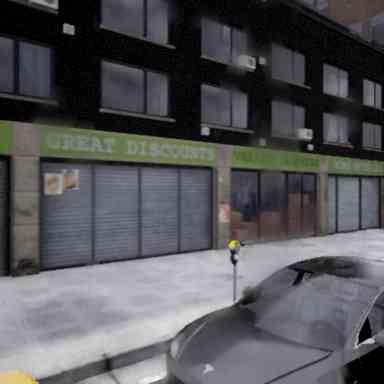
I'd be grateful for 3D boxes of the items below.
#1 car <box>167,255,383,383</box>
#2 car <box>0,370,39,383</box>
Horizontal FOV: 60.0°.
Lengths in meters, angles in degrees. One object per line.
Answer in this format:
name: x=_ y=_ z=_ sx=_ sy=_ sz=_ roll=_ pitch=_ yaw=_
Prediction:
car: x=1.759 y=1.563 z=4.063 sx=4.313 sy=1.339 sz=1.947 roll=0 pitch=0 yaw=-35
car: x=-2.791 y=1.520 z=0.829 sx=4.829 sy=1.417 sz=1.752 roll=0 pitch=0 yaw=-35
